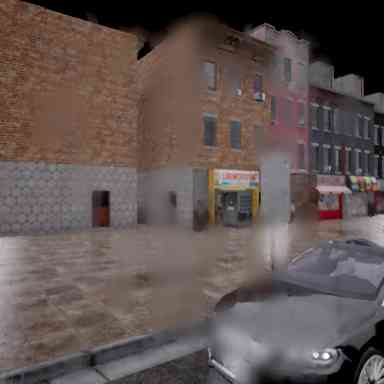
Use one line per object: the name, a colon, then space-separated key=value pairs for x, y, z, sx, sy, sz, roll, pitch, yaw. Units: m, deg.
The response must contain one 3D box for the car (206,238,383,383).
car: x=2.430 y=1.490 z=4.815 sx=4.902 sy=1.511 sz=2.128 roll=0 pitch=0 yaw=-36
